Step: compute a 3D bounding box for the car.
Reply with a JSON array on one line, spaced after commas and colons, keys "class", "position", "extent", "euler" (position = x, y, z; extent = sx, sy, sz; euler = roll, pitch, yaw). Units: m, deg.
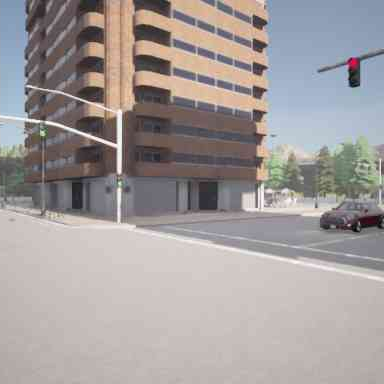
[{"class": "car", "position": [9.652, 1.352, 19.909], "extent": [4.553, 1.767, 2.097], "euler": [0, 0, -37]}]
